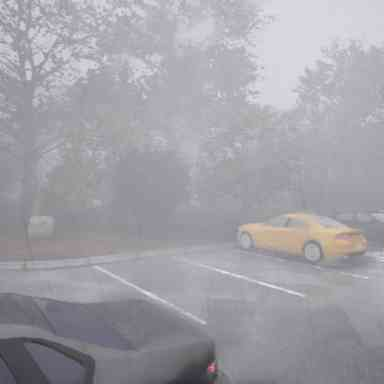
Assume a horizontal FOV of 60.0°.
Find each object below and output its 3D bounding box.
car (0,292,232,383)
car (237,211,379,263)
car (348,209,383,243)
[{"bbox_3d":[-2.214,1.543,2.106,5.357,1.411,2.033,1,0,-35],"label":"car"},{"bbox_3d":[3.856,1.565,12.546,2.097,1.535,5.008,1,0,-35],"label":"car"},{"bbox_3d":[8.384,1.627,15.787,2.097,1.535,5.008,1,0,-35],"label":"car"}]
